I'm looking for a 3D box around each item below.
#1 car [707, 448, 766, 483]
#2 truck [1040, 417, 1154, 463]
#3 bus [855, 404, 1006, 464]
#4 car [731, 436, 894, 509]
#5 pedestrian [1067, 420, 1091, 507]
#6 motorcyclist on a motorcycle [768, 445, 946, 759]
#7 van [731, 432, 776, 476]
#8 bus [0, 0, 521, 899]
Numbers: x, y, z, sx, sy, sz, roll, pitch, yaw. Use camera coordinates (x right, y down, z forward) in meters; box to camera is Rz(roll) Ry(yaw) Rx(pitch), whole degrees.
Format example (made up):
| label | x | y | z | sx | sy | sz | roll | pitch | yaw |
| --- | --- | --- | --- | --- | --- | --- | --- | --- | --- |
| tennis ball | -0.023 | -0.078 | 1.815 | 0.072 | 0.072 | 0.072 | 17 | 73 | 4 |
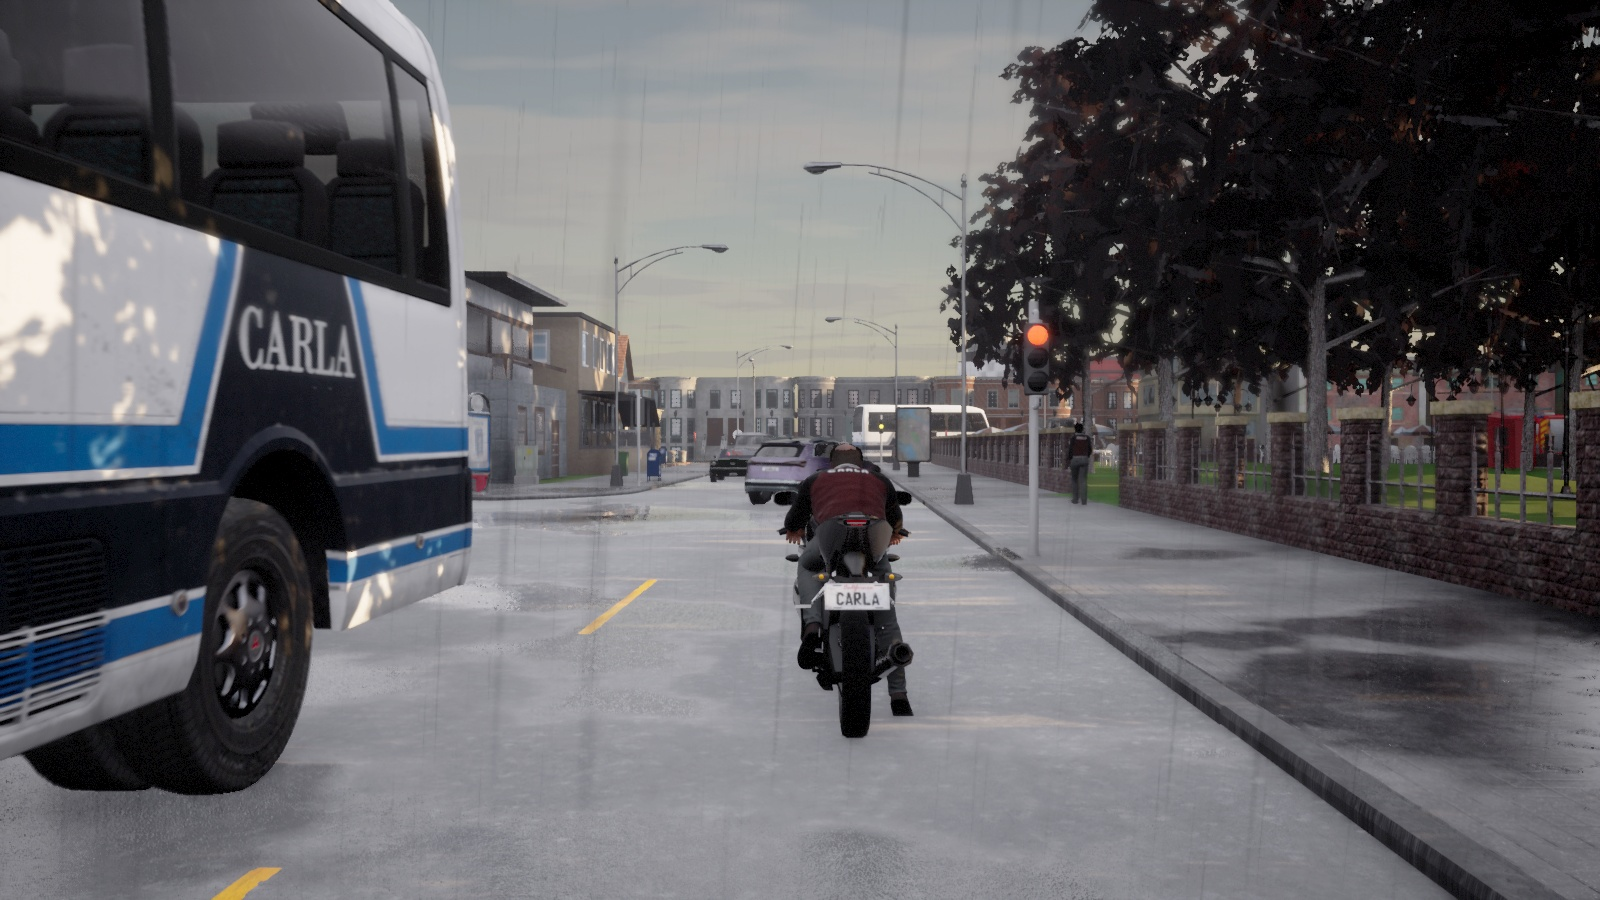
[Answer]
| label | x | y | z | sx | sy | sz | roll | pitch | yaw |
| --- | --- | --- | --- | --- | --- | --- | --- | --- | --- |
| car | -2.426 | 0.568 | 49.116 | 1.895 | 1.301 | 4.718 | 0 | 0 | 2 |
| truck | 22.212 | -0.750 | 94.248 | 7.936 | 3.462 | 2.891 | 0 | 0 | 2 |
| bus | 9.446 | -1.140 | 91.628 | 10.273 | 4.253 | 3.944 | 0 | 0 | -12 |
| car | 0.415 | 0.500 | 31.361 | 2.033 | 1.649 | 4.856 | 1 | 1 | 28 |
| pedestrian | 6.260 | 0.302 | 28.192 | 0.402 | 1.930 | 0.666 | 0 | 0 | 2 |
| motorcyclist on a motorcycle | 0.271 | 0.741 | 7.237 | 0.866 | 1.530 | 2.191 | 0 | 0 | 0 |
| van | -2.134 | 0.169 | 58.141 | 1.775 | 1.987 | 4.442 | 0 | 0 | 2 |
| bus | -3.931 | -0.649 | 2.825 | 3.944 | 4.253 | 10.273 | 0 | 1 | 2 |
